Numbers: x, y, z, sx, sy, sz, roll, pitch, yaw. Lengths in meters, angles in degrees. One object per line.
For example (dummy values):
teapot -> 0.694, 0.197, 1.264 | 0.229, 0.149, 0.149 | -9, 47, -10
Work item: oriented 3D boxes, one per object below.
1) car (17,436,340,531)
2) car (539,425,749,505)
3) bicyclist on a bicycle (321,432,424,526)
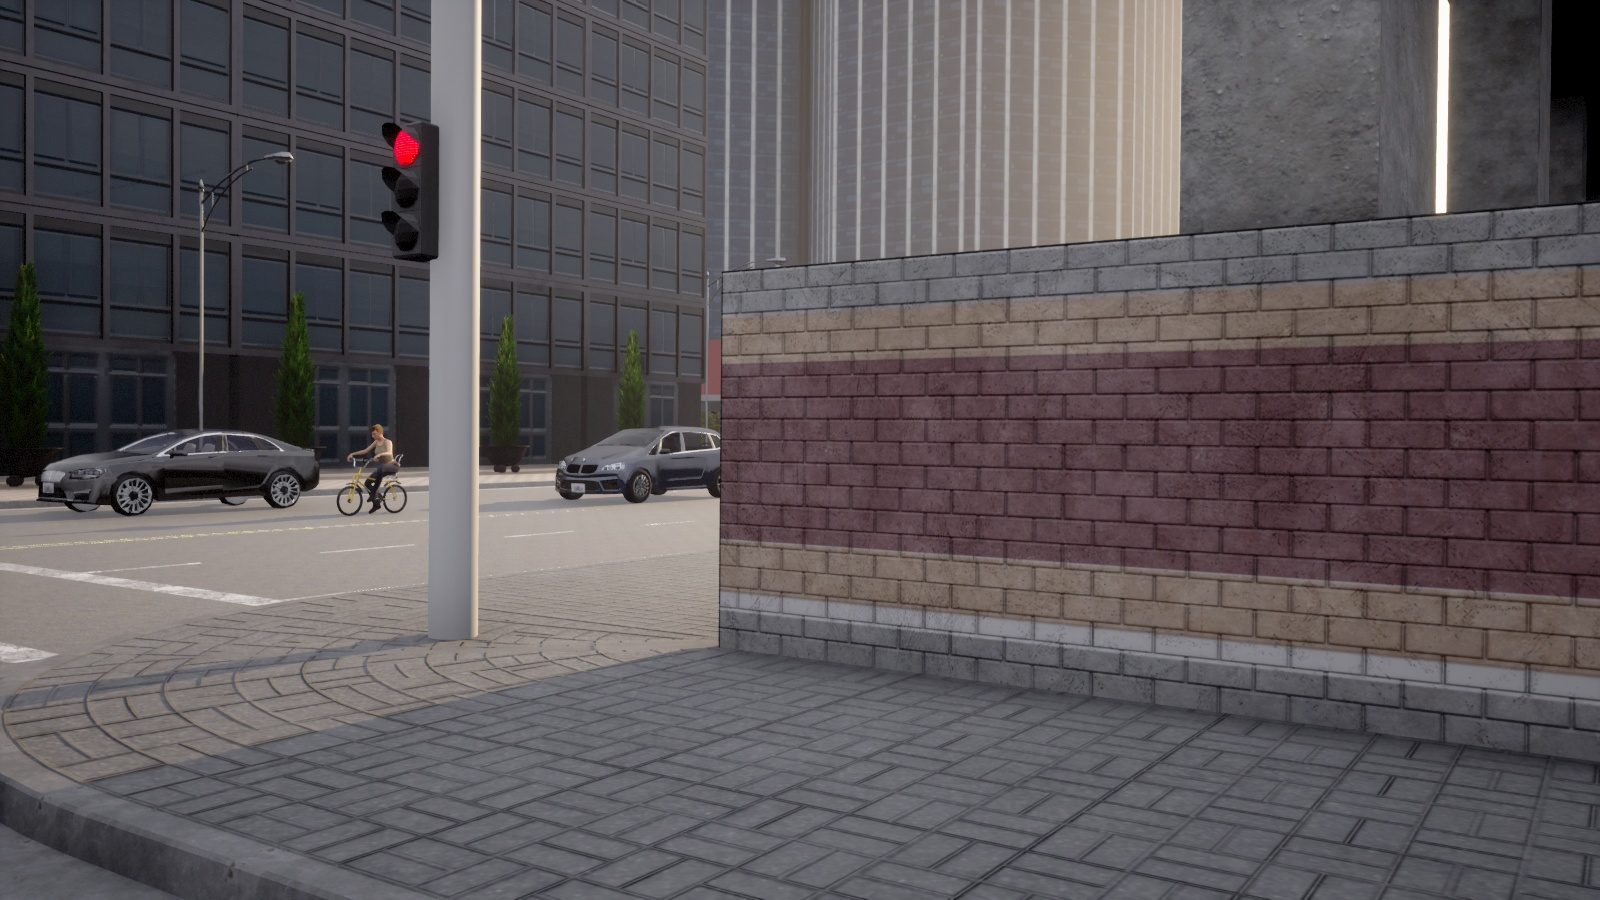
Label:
car -> -11.276, 0.529, 23.165 | 2.128, 1.511, 4.902 | 0, 1, 34
car -> -3.441, 0.272, 28.584 | 2.242, 1.667, 4.611 | 0, 1, 34
bicyclist on a bicycle -> -7.597, 0.487, 22.361 | 0.866, 1.612, 1.509 | 0, 1, 34
